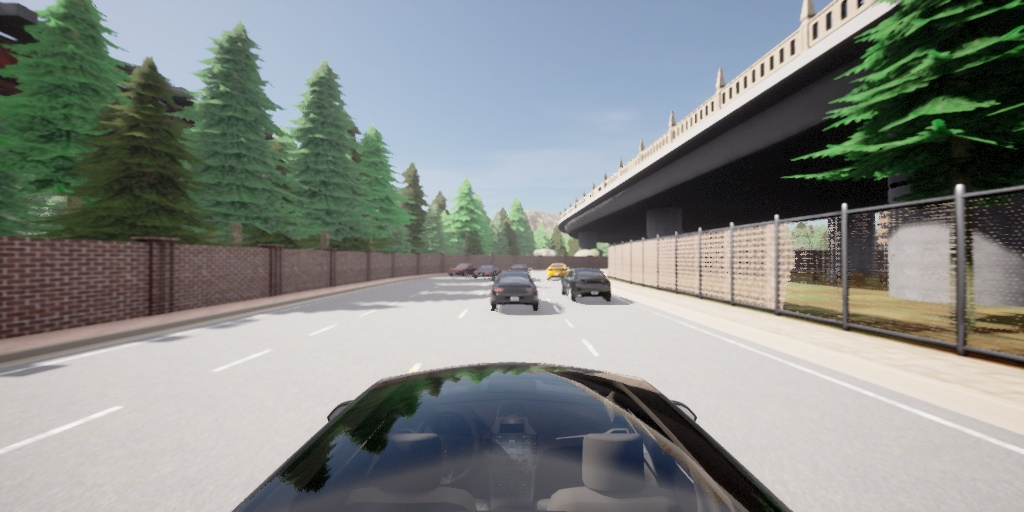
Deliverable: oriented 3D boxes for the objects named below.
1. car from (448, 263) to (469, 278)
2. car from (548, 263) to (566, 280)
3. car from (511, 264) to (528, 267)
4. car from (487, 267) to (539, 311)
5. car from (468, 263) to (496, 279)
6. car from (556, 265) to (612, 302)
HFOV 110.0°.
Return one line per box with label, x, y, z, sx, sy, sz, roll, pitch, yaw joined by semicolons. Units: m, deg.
car;-5.206;1.504;39.040;1.882;1.535;5.008;0;-1;17
car;4.579;1.473;34.880;1.882;1.535;5.008;0;-1;11
car;0.753;1.476;33.350;2.128;1.511;4.902;0;0;8
car;0.090;1.374;15.039;1.812;1.442;4.674;0;0;0
car;-2.445;1.567;35.837;1.994;1.385;4.181;0;0;13
car;3.594;1.375;17.982;1.837;1.490;4.892;0;0;0
